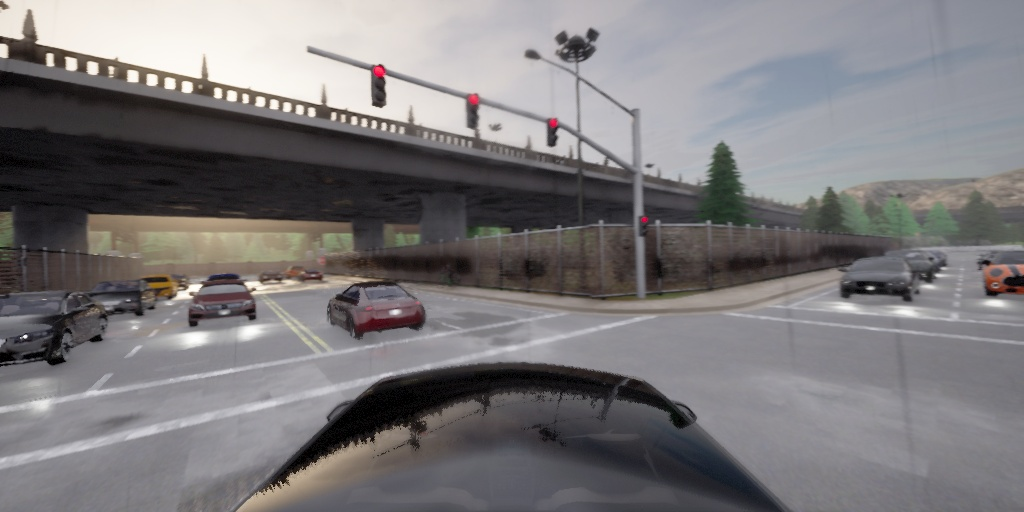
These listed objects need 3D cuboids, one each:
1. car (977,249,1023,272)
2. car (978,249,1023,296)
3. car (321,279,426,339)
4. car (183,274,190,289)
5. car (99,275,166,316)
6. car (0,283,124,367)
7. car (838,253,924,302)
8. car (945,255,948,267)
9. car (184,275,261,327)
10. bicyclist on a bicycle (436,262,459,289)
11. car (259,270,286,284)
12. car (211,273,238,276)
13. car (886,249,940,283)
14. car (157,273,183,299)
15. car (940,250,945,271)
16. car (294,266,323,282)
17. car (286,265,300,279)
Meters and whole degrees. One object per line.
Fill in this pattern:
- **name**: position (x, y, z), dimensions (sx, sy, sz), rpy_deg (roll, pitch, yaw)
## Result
- **car**: position (33.859, 0.296, 24.810), dimensions (4.181, 1.385, 1.994), rpy_deg (-2, 0, -38)
- **car**: position (18.923, 0.520, 13.105), dimensions (4.553, 1.767, 2.097), rpy_deg (-2, 0, -38)
- **car**: position (-4.266, 1.484, 11.002), dimensions (1.994, 1.385, 4.181), rpy_deg (-2, 0, -37)
- **car**: position (-29.356, 2.241, 31.260), dimensions (2.033, 1.411, 5.357), rpy_deg (-2, 0, -38)
- **car**: position (-16.958, 1.796, 15.551), dimensions (2.128, 1.511, 4.902), rpy_deg (-2, 0, -38)
- **car**: position (-11.271, 1.618, 8.375), dimensions (2.128, 1.511, 4.902), rpy_deg (-2, 0, -38)
- **car**: position (14.291, 0.813, 13.910), dimensions (4.892, 1.490, 1.837), rpy_deg (-2, 0, -38)
- **car**: position (37.354, 0.182, 32.003), dimensions (5.357, 1.411, 2.033), rpy_deg (-2, 0, -38)
- **car**: position (-10.994, 1.649, 13.693), dimensions (1.812, 1.442, 4.674), rpy_deg (-2, 0, -39)
- **bicyclist on a bicycle**: position (-4.076, 1.226, 22.600), dimensions (1.656, 1.620, 0.582), rpy_deg (-2, 0, -38)
- **car**: position (-25.869, 2.198, 38.385), dimensions (1.895, 1.301, 4.718), rpy_deg (-2, 0, -38)
- **car**: position (-16.686, 1.780, 20.840), dimensions (1.882, 1.535, 5.008), rpy_deg (-2, 0, -38)
- **car**: position (21.259, 0.457, 19.412), dimensions (4.553, 1.767, 2.097), rpy_deg (-2, 0, -38)
- **car**: position (-22.924, 1.970, 23.086), dimensions (1.882, 1.535, 5.008), rpy_deg (-2, 0, -39)
- **car**: position (29.044, 0.403, 25.509), dimensions (4.674, 1.442, 1.812), rpy_deg (-2, 0, -38)
- **car**: position (-21.978, 2.045, 39.016), dimensions (1.994, 1.385, 4.181), rpy_deg (-2, 0, -38)
- **car**: position (-28.212, 2.028, 46.806), dimensions (2.097, 1.767, 4.553), rpy_deg (-2, 0, -38)
